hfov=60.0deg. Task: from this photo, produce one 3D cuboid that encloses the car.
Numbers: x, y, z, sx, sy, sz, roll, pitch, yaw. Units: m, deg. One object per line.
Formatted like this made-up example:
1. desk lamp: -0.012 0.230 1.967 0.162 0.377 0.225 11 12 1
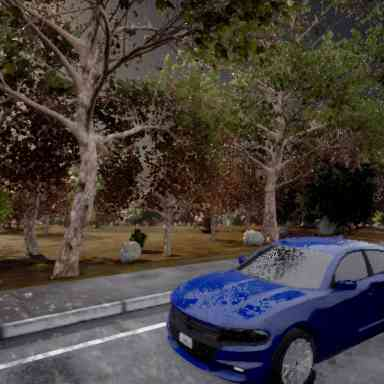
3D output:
1. car: 1.959 1.513 5.399 5.008 1.535 1.882 1 -1 -36
